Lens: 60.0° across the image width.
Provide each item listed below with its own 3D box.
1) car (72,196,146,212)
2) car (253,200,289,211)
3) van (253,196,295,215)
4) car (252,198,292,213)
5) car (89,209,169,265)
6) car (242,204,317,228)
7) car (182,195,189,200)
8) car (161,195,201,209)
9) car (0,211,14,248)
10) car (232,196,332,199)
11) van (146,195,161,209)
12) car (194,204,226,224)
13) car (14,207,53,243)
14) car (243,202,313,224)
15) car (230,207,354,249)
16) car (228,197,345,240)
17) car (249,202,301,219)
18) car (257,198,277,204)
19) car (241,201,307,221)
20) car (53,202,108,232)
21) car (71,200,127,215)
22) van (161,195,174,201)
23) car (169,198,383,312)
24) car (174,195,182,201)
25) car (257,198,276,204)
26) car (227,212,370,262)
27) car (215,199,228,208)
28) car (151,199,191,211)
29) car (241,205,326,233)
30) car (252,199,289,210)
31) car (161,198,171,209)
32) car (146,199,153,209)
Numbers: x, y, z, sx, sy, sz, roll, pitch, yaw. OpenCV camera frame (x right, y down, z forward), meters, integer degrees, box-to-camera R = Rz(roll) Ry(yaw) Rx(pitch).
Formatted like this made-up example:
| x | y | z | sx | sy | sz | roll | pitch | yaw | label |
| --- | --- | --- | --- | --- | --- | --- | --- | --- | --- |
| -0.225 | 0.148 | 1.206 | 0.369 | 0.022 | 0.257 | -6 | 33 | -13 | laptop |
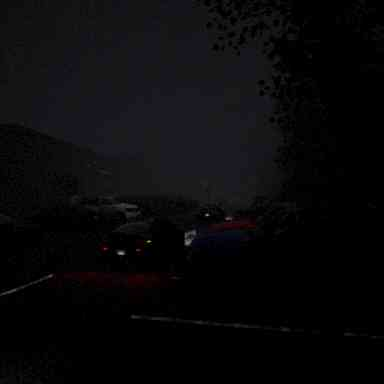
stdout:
| x | y | z | sx | sy | sz | roll | pitch | yaw | label |
| --- | --- | --- | --- | --- | --- | --- | --- | --- | --- |
| -6.786 | 1.317 | 25.661 | 5.566 | 2.045 | 2.435 | 0 | 0 | 12 | car |
| 10.605 | 1.774 | 44.910 | 4.674 | 1.452 | 2.002 | 0 | -1 | 12 | car |
| 8.992 | 1.439 | 36.720 | 4.442 | 1.987 | 1.878 | 0 | 0 | 12 | van |
| 9.422 | 1.560 | 39.471 | 4.553 | 1.767 | 2.185 | 0 | 0 | 12 | car |
| -1.558 | 1.563 | 11.778 | 1.812 | 1.442 | 4.674 | 0 | 0 | 12 | car |
| 5.986 | 1.607 | 23.118 | 4.792 | 1.488 | 2.163 | 0 | 0 | 12 | car |
| -3.326 | 1.427 | 42.120 | 5.566 | 2.045 | 2.435 | 0 | 0 | 12 | car |
| -1.587 | 1.504 | 50.348 | 5.566 | 2.045 | 2.435 | 0 | -1 | 12 | car |
| -9.509 | 1.496 | 11.913 | 5.366 | 1.575 | 1.946 | 0 | 0 | 12 | car |
| 3.129 | 1.256 | 9.492 | 5.566 | 2.045 | 2.435 | 0 | 0 | 12 | car |
| -5.549 | 1.378 | 31.131 | 4.442 | 1.987 | 1.878 | 0 | 0 | 12 | van |
| 1.526 | 1.683 | 26.483 | 1.994 | 1.385 | 4.181 | 0 | 0 | 12 | car |
| -9.121 | 1.508 | 14.693 | 5.008 | 1.535 | 2.097 | 0 | 0 | 12 | car |
| 6.581 | 1.595 | 25.839 | 5.008 | 1.535 | 2.097 | 0 | 0 | 12 | car |
| 4.294 | 1.531 | 14.936 | 5.008 | 1.535 | 2.097 | 0 | 0 | 12 | car |
| 4.844 | 1.293 | 17.670 | 5.566 | 2.045 | 2.435 | 0 | 0 | 12 | car |
| 7.729 | 1.670 | 31.290 | 4.674 | 1.452 | 2.002 | 0 | 0 | 12 | car |
| 18.896 | 2.329 | 84.027 | 5.008 | 1.535 | 2.097 | 0 | -1 | 12 | car |
| 6.977 | 1.609 | 28.603 | 5.366 | 1.575 | 1.946 | 0 | 0 | 12 | car |
| -7.993 | 1.565 | 20.186 | 4.792 | 1.488 | 2.163 | 0 | 0 | 12 | car |
| -7.395 | 1.552 | 22.919 | 4.892 | 1.521 | 2.231 | 0 | 0 | 12 | car |
| -4.623 | 1.413 | 36.665 | 4.442 | 1.987 | 1.878 | 0 | 0 | 12 | van |
| 2.583 | 1.248 | 6.887 | 5.566 | 2.045 | 2.435 | 0 | 0 | 12 | car |
| -3.963 | 1.531 | 39.391 | 4.553 | 1.767 | 2.185 | 0 | 0 | 12 | car |
| 19.563 | 2.382 | 87.231 | 4.892 | 1.521 | 2.231 | 0 | -1 | 12 | car |
| 3.751 | 1.558 | 12.332 | 4.674 | 1.452 | 2.002 | 0 | 0 | 12 | car |
| 5.350 | 1.993 | 60.335 | 1.837 | 1.490 | 4.892 | 0 | -1 | 12 | car |
| -2.769 | 1.701 | 44.868 | 4.892 | 1.521 | 2.231 | 0 | 0 | 12 | car |
| 5.471 | 1.589 | 20.380 | 4.792 | 1.488 | 2.163 | 0 | 0 | 12 | car |
| 11.184 | 1.762 | 47.637 | 5.008 | 1.535 | 2.097 | 0 | -1 | 12 | car |
| -5.093 | 1.623 | 33.897 | 4.892 | 1.521 | 2.231 | 0 | 0 | 12 | car |
| -6.244 | 1.586 | 28.411 | 5.008 | 1.535 | 2.097 | 0 | 0 | 12 | car |
